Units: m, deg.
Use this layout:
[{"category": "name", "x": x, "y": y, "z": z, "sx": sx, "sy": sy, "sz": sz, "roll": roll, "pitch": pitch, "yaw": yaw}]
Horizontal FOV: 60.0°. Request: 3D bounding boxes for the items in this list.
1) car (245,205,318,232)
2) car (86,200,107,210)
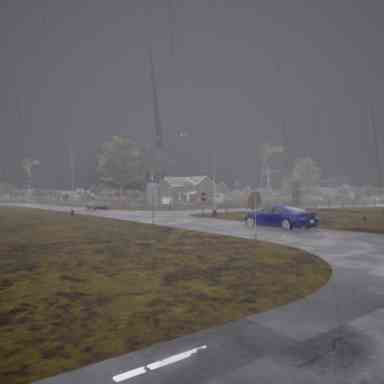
[{"category": "car", "x": 5.437, "y": 1.533, "z": 20.825, "sx": 1.882, "sy": 1.535, "sz": 5.008, "roll": 0, "pitch": 0, "yaw": -32}, {"category": "car", "x": -13.716, "y": 1.888, "z": 47.665, "sx": 1.994, "sy": 1.385, "sz": 4.181, "roll": -1, "pitch": 0, "yaw": -35}]
